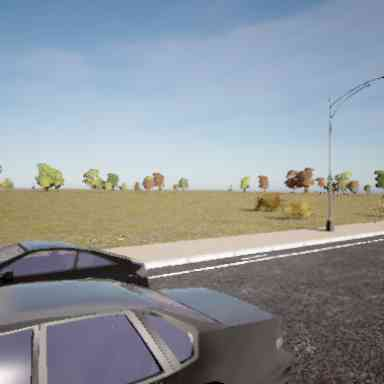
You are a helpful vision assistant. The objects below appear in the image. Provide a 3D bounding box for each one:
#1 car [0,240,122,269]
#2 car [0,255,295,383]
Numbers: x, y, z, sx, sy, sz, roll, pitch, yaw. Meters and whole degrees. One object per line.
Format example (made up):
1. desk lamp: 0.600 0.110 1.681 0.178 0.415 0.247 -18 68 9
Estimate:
1. car: -2.793 1.567 5.686 4.181 1.385 1.994 0 0 -35
2. car: -1.496 1.548 2.620 5.357 1.411 2.033 0 0 -35
